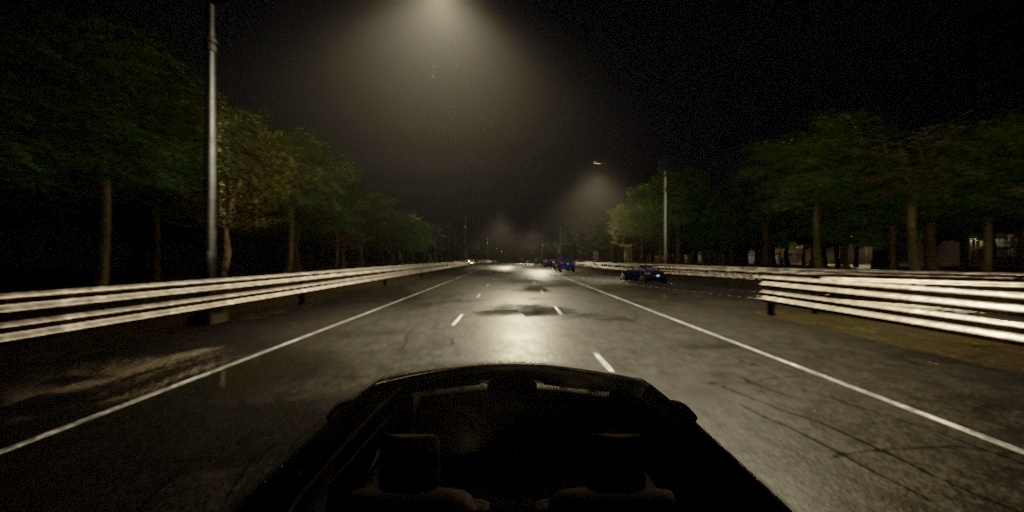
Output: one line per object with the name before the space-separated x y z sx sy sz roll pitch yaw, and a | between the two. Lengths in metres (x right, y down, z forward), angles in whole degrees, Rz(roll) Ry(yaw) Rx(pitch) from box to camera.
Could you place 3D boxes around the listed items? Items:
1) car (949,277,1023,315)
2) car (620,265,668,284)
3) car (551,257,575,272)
car | 16.544 1.305 11.352 1.994 1.385 4.181 0 -1 -23
car | 10.403 1.436 28.562 1.994 1.385 4.181 0 0 -13
car | 7.163 1.122 49.293 2.150 2.045 5.566 0 0 -2
